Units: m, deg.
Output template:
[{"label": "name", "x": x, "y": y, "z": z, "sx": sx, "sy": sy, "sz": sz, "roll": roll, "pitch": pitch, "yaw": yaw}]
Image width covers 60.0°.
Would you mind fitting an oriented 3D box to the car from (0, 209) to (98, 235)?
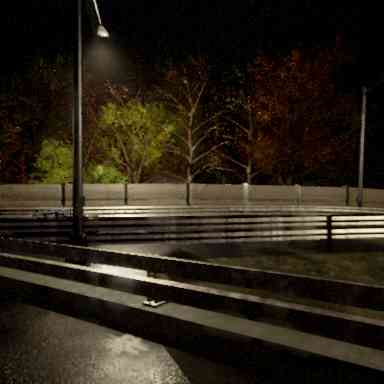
[{"label": "car", "x": -6.816, "y": 1.563, "z": 15.620, "sx": 4.902, "sy": 1.511, "sz": 2.128, "roll": 0, "pitch": 0, "yaw": -6}]
